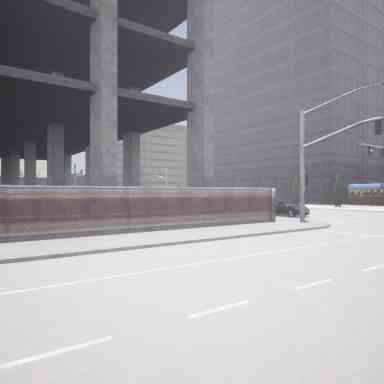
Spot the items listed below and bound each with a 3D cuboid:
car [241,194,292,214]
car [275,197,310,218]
[{"bbox_3d":[8.263,1.221,37.344,2.150,2.045,5.566,0,0,-36],"label":"car"},{"bbox_3d":[8.587,1.505,30.886,1.837,1.490,4.892,0,0,-35],"label":"car"}]
